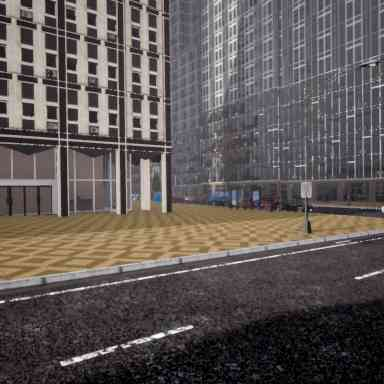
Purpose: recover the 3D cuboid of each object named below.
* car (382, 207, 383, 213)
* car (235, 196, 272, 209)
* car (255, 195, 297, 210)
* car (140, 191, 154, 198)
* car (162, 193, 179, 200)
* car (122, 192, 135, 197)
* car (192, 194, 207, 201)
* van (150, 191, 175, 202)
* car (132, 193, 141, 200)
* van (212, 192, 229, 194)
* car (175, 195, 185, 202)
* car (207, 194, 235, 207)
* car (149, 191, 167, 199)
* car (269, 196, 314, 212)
[{"bbox_3d":[18.443,1.523,27.493,1.895,1.301,4.718,-1,1,-24],"label":"car"},{"bbox_3d":[7.531,1.388,39.873,1.802,1.307,4.206,0,1,-34],"label":"car"},{"bbox_3d":[10.192,1.247,40.752,1.882,1.535,5.008,-1,1,-34],"label":"car"},{"bbox_3d":[-11.146,0.686,82.184,1.967,1.590,4.097,0,1,-34],"label":"car"},{"bbox_3d":[-4.724,0.936,72.806,1.802,1.307,4.206,0,1,-34],"label":"car"},{"bbox_3d":[-17.567,0.688,91.565,2.008,1.369,4.403,0,1,-34],"label":"car"},{"bbox_3d":[1.698,1.043,63.426,1.802,1.307,4.206,0,1,-34],"label":"car"},{"bbox_3d":[-5.218,0.937,58.691,1.690,1.788,3.998,0,1,-34],"label":"van"},{"bbox_3d":[-11.639,1.039,68.073,2.008,1.369,4.403,0,1,-34],"label":"car"},{"bbox_3d":[4.907,0.855,58.733,1.690,1.788,3.998,0,1,-34],"label":"van"},{"bbox_3d":[-3.251,1.150,60.531,1.895,1.301,4.718,-1,1,-34],"label":"car"},{"bbox_3d":[4.369,1.319,44.595,1.947,1.339,4.313,0,1,-34],"label":"car"},{"bbox_3d":[-7.935,0.615,77.493,2.192,1.841,5.009,0,1,-34],"label":"car"},{"bbox_3d":[10.728,1.424,35.171,1.947,1.339,4.313,0,1,-34],"label":"car"}]
